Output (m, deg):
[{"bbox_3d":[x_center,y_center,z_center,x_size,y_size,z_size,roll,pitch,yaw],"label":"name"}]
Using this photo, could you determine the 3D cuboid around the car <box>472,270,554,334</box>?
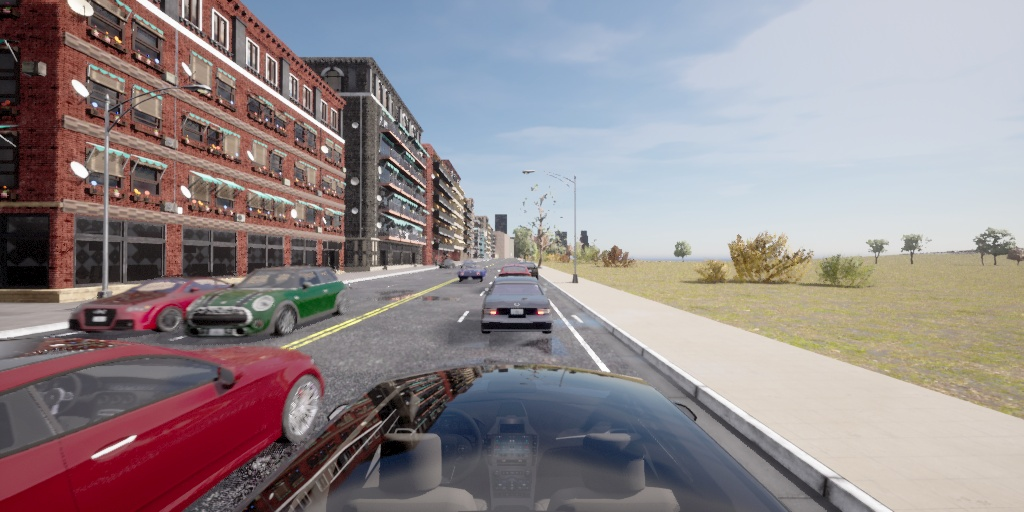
[{"bbox_3d":[0.121,1.299,10.596,2.033,1.411,5.357,0,0,0],"label":"car"}]

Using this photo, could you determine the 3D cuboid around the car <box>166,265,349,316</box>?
[{"bbox_3d":[-6.580,1.103,10.241,2.097,1.767,4.553,0,0,0],"label":"car"}]

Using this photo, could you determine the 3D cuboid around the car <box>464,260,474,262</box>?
[{"bbox_3d":[-6.465,1.300,52.988,2.033,1.411,5.357,0,0,0],"label":"car"}]

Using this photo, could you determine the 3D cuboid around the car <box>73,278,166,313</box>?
[{"bbox_3d":[-9.829,1.315,10.535,1.994,1.385,4.181,0,0,0],"label":"car"}]

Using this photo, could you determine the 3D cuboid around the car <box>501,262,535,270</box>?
[{"bbox_3d":[0.151,1.231,21.136,1.882,1.535,5.008,0,0,0],"label":"car"}]

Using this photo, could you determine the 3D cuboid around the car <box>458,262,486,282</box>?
[{"bbox_3d":[-3.082,1.354,28.861,1.895,1.301,4.718,0,0,0],"label":"car"}]

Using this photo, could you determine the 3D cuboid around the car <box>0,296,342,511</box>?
[{"bbox_3d":[-3.154,1.276,2.336,1.812,1.442,4.674,0,0,0],"label":"car"}]

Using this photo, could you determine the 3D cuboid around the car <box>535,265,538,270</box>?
[{"bbox_3d":[1.210,1.232,30.573,1.882,1.535,5.008,0,0,0],"label":"car"}]

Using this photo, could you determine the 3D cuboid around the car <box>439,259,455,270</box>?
[{"bbox_3d":[-9.709,1.257,53.750,1.837,1.490,4.892,0,0,0],"label":"car"}]
